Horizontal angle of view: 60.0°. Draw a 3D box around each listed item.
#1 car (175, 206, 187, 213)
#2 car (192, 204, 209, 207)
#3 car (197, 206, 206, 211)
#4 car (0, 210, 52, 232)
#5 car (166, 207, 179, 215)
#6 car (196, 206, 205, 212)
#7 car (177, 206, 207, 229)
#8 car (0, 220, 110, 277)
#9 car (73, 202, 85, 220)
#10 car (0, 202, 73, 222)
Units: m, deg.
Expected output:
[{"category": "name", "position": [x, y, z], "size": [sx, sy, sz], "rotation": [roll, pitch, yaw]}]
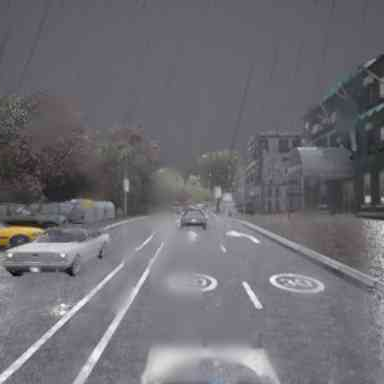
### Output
[{"category": "car", "position": [-2.408, 3.823, 72.114], "size": [2.033, 1.411, 5.357], "rotation": [0, -3, 4]}, {"category": "car", "position": [0.847, 2.623, 44.467], "size": [2.033, 1.411, 5.357], "rotation": [0, -3, 2]}, {"category": "car", "position": [2.747, 4.706, 93.293], "size": [2.033, 1.411, 5.357], "rotation": [0, -3, 5]}, {"category": "car", "position": [-9.266, 1.785, 14.715], "size": [5.366, 1.575, 1.946], "rotation": [0, -1, -20]}, {"category": "car", "position": [-3.156, 3.175, 56.568], "size": [1.994, 1.385, 4.181], "rotation": [0, -3, 2]}, {"category": "car", "position": [2.080, 4.311, 82.977], "size": [2.033, 1.411, 5.357], "rotation": [0, -3, 3]}, {"category": "car", "position": [0.137, 2.075, 26.122], "size": [1.994, 1.385, 4.181], "rotation": [0, -1, 0]}, {"category": "car", "position": [-4.228, 1.841, 11.192], "size": [1.895, 1.301, 4.718], "rotation": [0, -1, 0]}, {"category": "car", "position": [-9.448, 1.645, 20.544], "size": [5.566, 2.045, 2.435], "rotation": [0, -1, -20]}, {"category": "car", "position": [-9.405, 1.591, 17.616], "size": [5.566, 2.045, 2.435], "rotation": [0, -1, -20]}]
